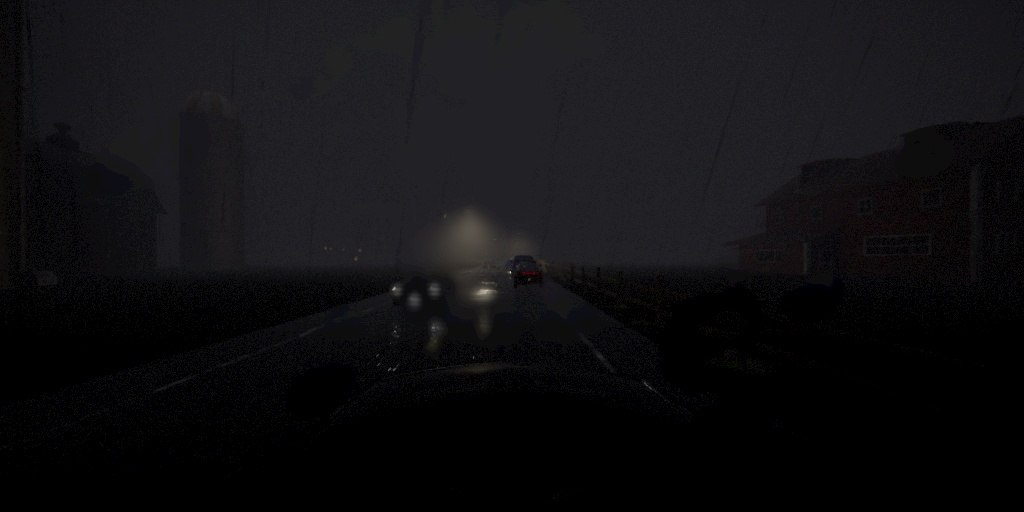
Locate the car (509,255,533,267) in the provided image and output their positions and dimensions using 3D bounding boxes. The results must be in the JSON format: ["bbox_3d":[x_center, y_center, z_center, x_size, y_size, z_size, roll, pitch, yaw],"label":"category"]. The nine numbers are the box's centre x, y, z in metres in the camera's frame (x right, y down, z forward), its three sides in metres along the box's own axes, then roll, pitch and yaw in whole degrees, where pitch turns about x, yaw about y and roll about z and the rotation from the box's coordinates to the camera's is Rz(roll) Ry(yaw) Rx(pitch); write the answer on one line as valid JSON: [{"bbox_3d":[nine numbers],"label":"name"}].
[{"bbox_3d":[1.036,0.949,33.324,2.150,2.045,5.566,0,0,0],"label":"car"}]

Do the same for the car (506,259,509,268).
[{"bbox_3d":[-0.027,1.214,59.618,1.882,1.535,5.008,0,0,0],"label":"car"}]

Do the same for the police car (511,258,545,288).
[{"bbox_3d":[1.040,1.153,23.402,1.930,1.638,5.238,0,0,0],"label":"police car"}]

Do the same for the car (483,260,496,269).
[{"bbox_3d":[-3.569,1.281,56.948,2.033,1.411,5.357,0,0,1],"label":"car"}]

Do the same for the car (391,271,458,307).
[{"bbox_3d":[-3.607,1.333,15.522,1.895,1.301,4.718,0,0,0],"label":"car"}]
